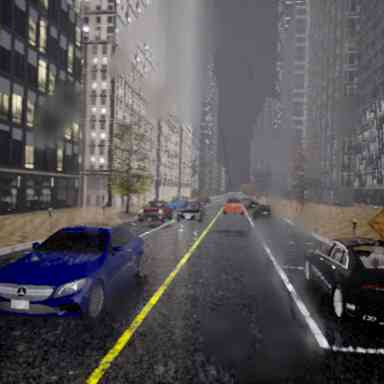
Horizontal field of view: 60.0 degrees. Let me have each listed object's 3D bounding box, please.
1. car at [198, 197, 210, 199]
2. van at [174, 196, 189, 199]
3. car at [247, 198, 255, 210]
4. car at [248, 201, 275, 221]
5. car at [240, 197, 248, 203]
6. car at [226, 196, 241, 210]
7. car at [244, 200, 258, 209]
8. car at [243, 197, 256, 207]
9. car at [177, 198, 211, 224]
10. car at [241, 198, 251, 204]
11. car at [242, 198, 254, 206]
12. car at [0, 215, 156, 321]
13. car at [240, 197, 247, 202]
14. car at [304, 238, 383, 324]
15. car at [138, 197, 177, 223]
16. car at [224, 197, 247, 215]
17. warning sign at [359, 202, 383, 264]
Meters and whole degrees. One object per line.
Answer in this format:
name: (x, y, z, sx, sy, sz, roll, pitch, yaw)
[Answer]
car: (1.587, 1.678, 58.632, 1.802, 1.307, 4.206, 1, 0, 7)
van: (-1.258, 1.338, 36.248, 1.690, 1.788, 3.998, 1, 0, 7)
car: (8.473, 1.852, 46.377, 1.947, 1.339, 4.313, 1, 0, 7)
car: (6.335, 1.777, 29.585, 1.947, 1.339, 4.313, 1, 0, 7)
car: (13.460, 2.000, 85.560, 1.887, 1.381, 4.507, 1, 0, 7)
car: (5.977, 1.566, 47.655, 2.097, 1.767, 4.553, 2, 0, 8)
car: (9.184, 1.892, 51.975, 1.802, 1.307, 4.206, 1, 0, 7)
car: (9.900, 1.775, 57.572, 1.967, 1.590, 4.097, 1, 0, 7)
car: (0.029, 1.516, 25.711, 2.128, 1.511, 4.902, 2, 0, 7)
car: (12.035, 1.974, 74.365, 1.947, 1.339, 4.313, 1, 0, 7)
car: (10.610, 1.925, 63.169, 1.947, 1.339, 4.313, 1, 0, 7)
car: (-2.318, 1.465, 7.376, 1.812, 1.442, 4.674, 2, 0, 7)
car: (14.195, 2.005, 91.326, 1.752, 1.417, 4.829, 1, 0, 7)
car: (3.613, 1.662, 7.180, 2.008, 1.369, 4.403, 1, 0, 7)
car: (-2.684, 1.386, 25.055, 1.967, 1.590, 4.097, 1, 0, 7)
car: (4.622, 1.519, 36.799, 2.097, 1.767, 4.553, 2, 0, 8)
warning sign: (6.372, 1.310, 10.821, 1.300, 1.860, 1.060, 2, 1, 7)
